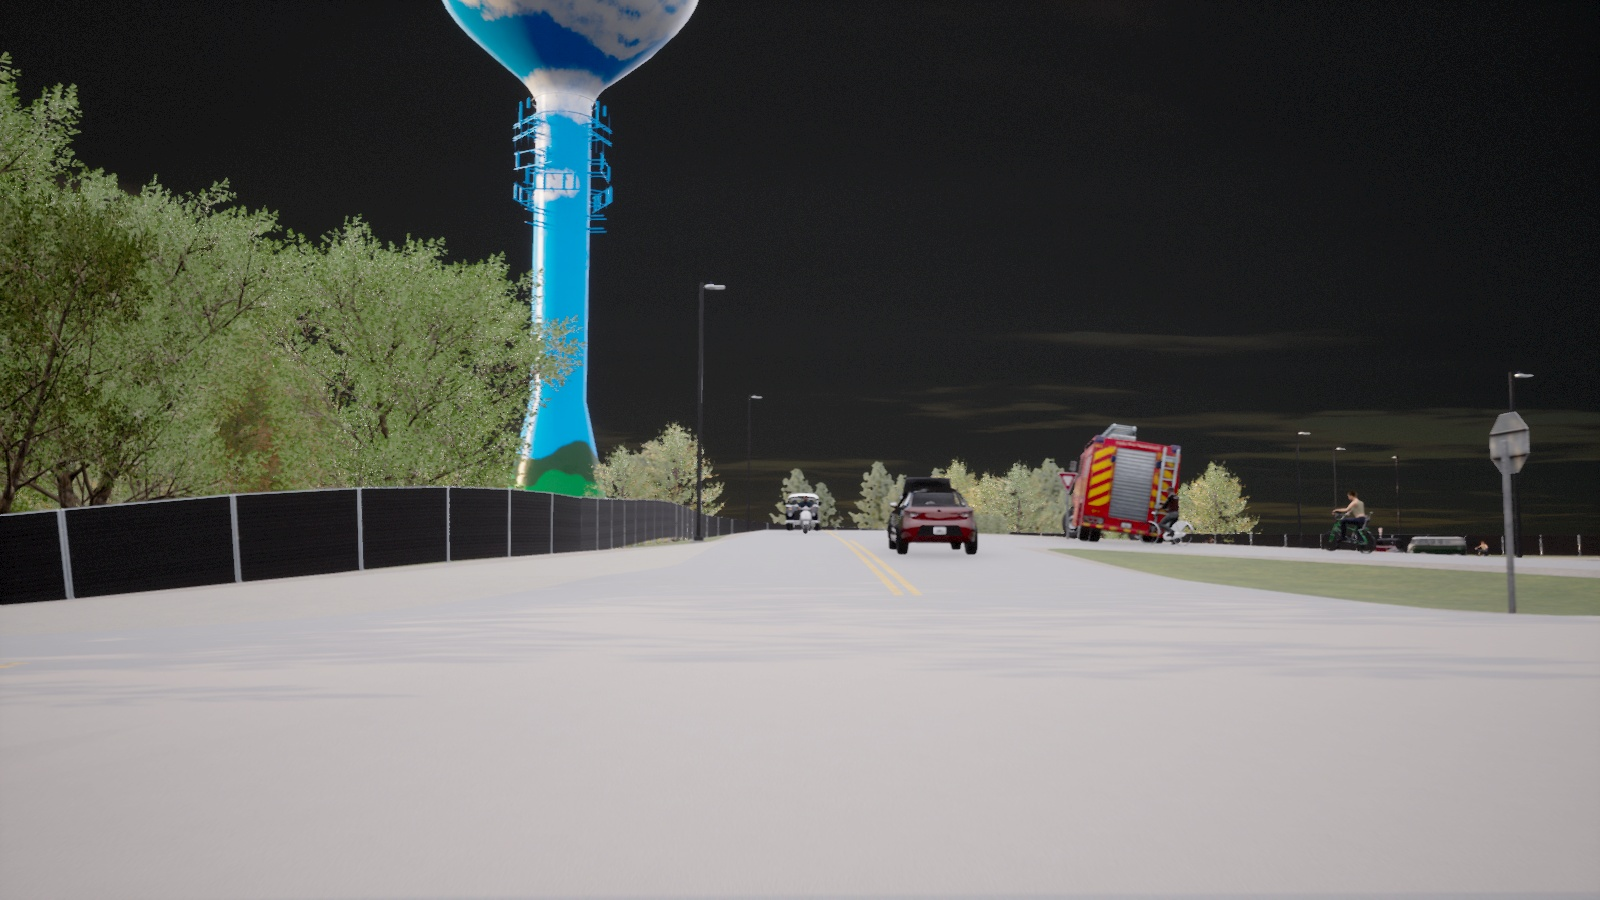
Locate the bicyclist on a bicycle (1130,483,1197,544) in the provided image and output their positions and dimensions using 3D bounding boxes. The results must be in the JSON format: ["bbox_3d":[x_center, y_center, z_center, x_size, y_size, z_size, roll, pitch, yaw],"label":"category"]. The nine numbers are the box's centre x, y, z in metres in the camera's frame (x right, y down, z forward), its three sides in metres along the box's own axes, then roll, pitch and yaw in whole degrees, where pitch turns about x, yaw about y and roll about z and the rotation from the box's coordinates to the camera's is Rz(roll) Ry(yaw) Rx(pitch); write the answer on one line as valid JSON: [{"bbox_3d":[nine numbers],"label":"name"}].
[{"bbox_3d":[10.748,1.869,37.162,0.659,1.776,1.843,3,-4,-41],"label":"bicyclist on a bicycle"}]

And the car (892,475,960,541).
[{"bbox_3d":[3.782,1.750,37.650,1.905,1.878,3.866,0,-3,6],"label":"car"}]

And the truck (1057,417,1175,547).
[{"bbox_3d":[11.010,1.274,44.528,2.891,3.827,8.468,8,-2,10],"label":"truck"}]

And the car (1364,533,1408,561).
[{"bbox_3d":[39.754,6.570,85.120,1.905,1.878,3.866,-4,-5,36],"label":"car"}]

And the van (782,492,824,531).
[{"bbox_3d":[0.192,3.346,68.105,2.069,2.038,4.480,0,-3,3],"label":"van"}]

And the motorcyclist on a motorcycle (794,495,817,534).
[{"bbox_3d":[0.218,2.659,51.821,0.866,1.590,1.817,0,-3,-2],"label":"motorcyclist on a motorcycle"}]

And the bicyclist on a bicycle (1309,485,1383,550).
[{"bbox_3d":[14.123,1.727,32.496,0.866,1.612,1.509,3,-2,-36],"label":"bicyclist on a bicycle"}]

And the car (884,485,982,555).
[{"bbox_3d":[2.971,1.567,28.772,1.816,1.474,4.193,0,-2,0],"label":"car"}]
